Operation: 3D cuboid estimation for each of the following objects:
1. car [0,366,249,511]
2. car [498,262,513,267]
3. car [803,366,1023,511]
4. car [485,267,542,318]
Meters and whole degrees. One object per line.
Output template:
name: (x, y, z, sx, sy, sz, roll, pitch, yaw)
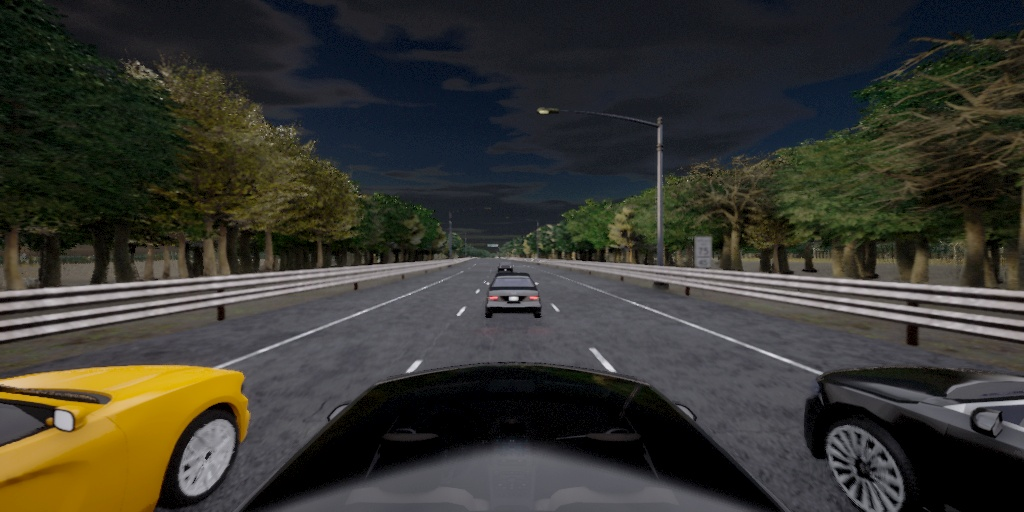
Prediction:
car: (-3.411, 1.229, 1.337, 1.882, 1.535, 5.008, 0, 0, 0)
car: (-0.857, 1.357, 44.560, 1.895, 1.301, 4.718, 0, 0, -2)
car: (3.586, 1.240, 1.280, 2.128, 1.511, 4.902, 0, 0, 0)
car: (0.020, 1.298, 13.019, 2.033, 1.411, 5.357, 0, 0, -1)
